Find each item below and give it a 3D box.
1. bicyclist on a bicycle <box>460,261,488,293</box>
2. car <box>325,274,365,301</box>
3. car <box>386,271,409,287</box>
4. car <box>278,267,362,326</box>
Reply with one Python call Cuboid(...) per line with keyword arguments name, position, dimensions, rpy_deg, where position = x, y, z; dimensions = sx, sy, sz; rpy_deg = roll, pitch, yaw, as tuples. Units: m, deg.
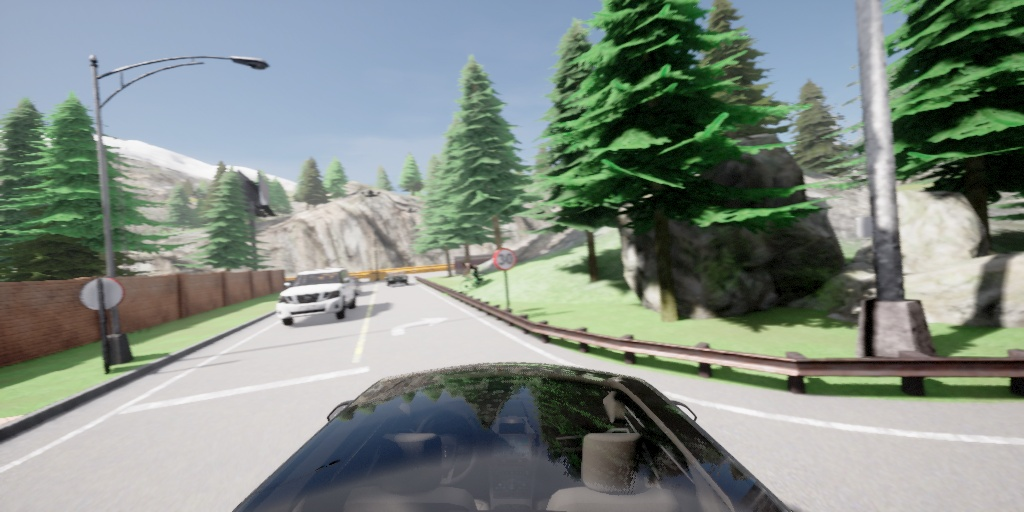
Cuboid(name="bicyclist on a bicycle", position=(-2.173, 0.993, 19.106), dimensions=(1.656, 1.620, 0.582), rpy_deg=(-24, 11, -19))
Cuboid(name="car", position=(-11.933, 2.176, 25.973), dimensions=(2.033, 1.411, 5.357), rpy_deg=(-5, 0, -20))
Cuboid(name="car", position=(-10.921, 2.117, 33.968), dimensions=(1.895, 1.301, 4.718), rpy_deg=(-5, 0, -20))
Cuboid(name="car", position=(-8.198, 1.583, 15.592), dimensions=(2.150, 2.045, 5.566), rpy_deg=(-5, 0, -17))
